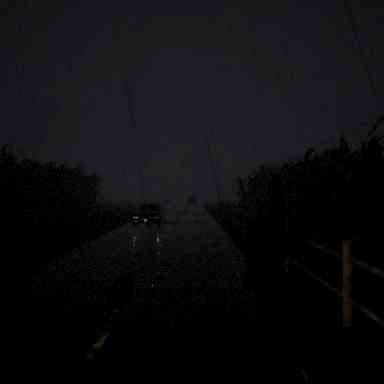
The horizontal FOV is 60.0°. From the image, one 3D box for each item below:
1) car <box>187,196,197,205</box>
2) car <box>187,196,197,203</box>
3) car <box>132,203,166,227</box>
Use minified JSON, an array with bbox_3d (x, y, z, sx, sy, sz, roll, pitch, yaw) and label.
[{"bbox_3d":[-0.006,1.530,58.800,2.128,1.511,4.902,0,0,0],"label":"car"},{"bbox_3d":[-0.007,1.510,69.196,1.837,1.490,4.892,0,0,0],"label":"car"},{"bbox_3d":[-2.807,1.507,22.637,1.837,1.490,4.892,0,-1,0],"label":"car"}]
